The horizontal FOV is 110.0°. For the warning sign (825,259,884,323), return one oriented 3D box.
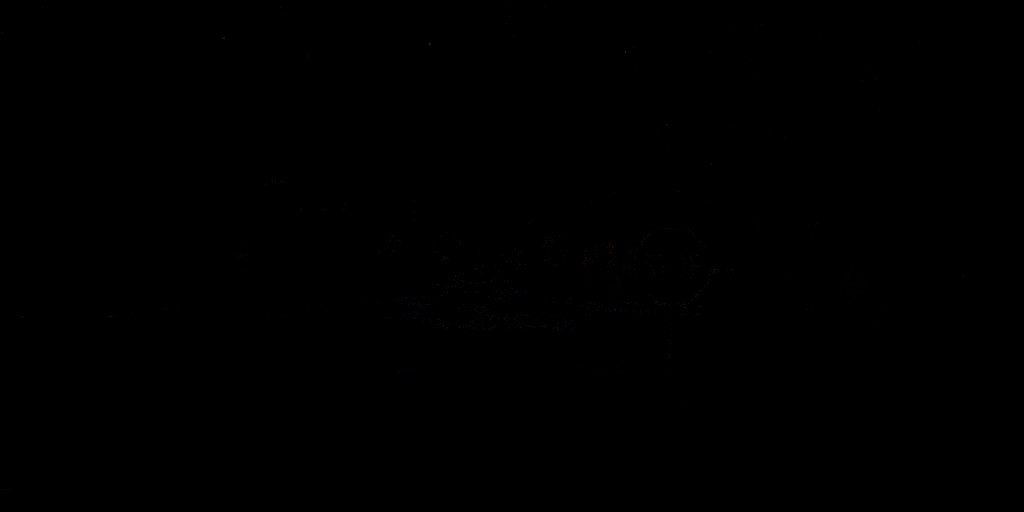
[{"bbox_3d":[10.834,1.119,11.362,1.060,1.860,1.300,0,0,-4],"label":"warning sign"}]
